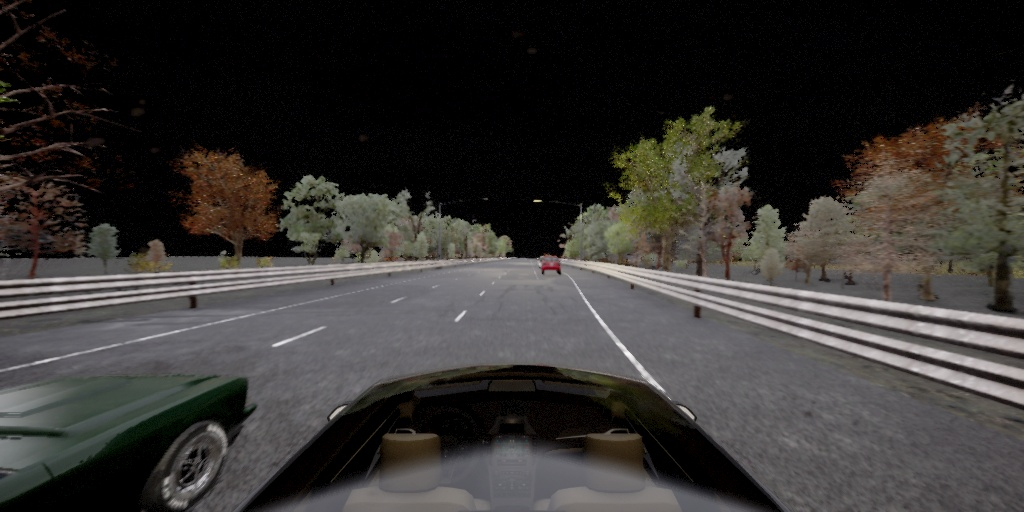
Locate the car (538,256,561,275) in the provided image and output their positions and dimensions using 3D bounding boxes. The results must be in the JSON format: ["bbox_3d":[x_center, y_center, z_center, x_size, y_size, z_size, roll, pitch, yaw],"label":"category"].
[{"bbox_3d":[4.403,1.015,40.919,2.150,2.045,5.566,0,0,4],"label":"car"}]

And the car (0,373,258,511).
[{"bbox_3d":[-3.390,1.339,1.318,1.895,1.301,4.718,0,0,0],"label":"car"}]
